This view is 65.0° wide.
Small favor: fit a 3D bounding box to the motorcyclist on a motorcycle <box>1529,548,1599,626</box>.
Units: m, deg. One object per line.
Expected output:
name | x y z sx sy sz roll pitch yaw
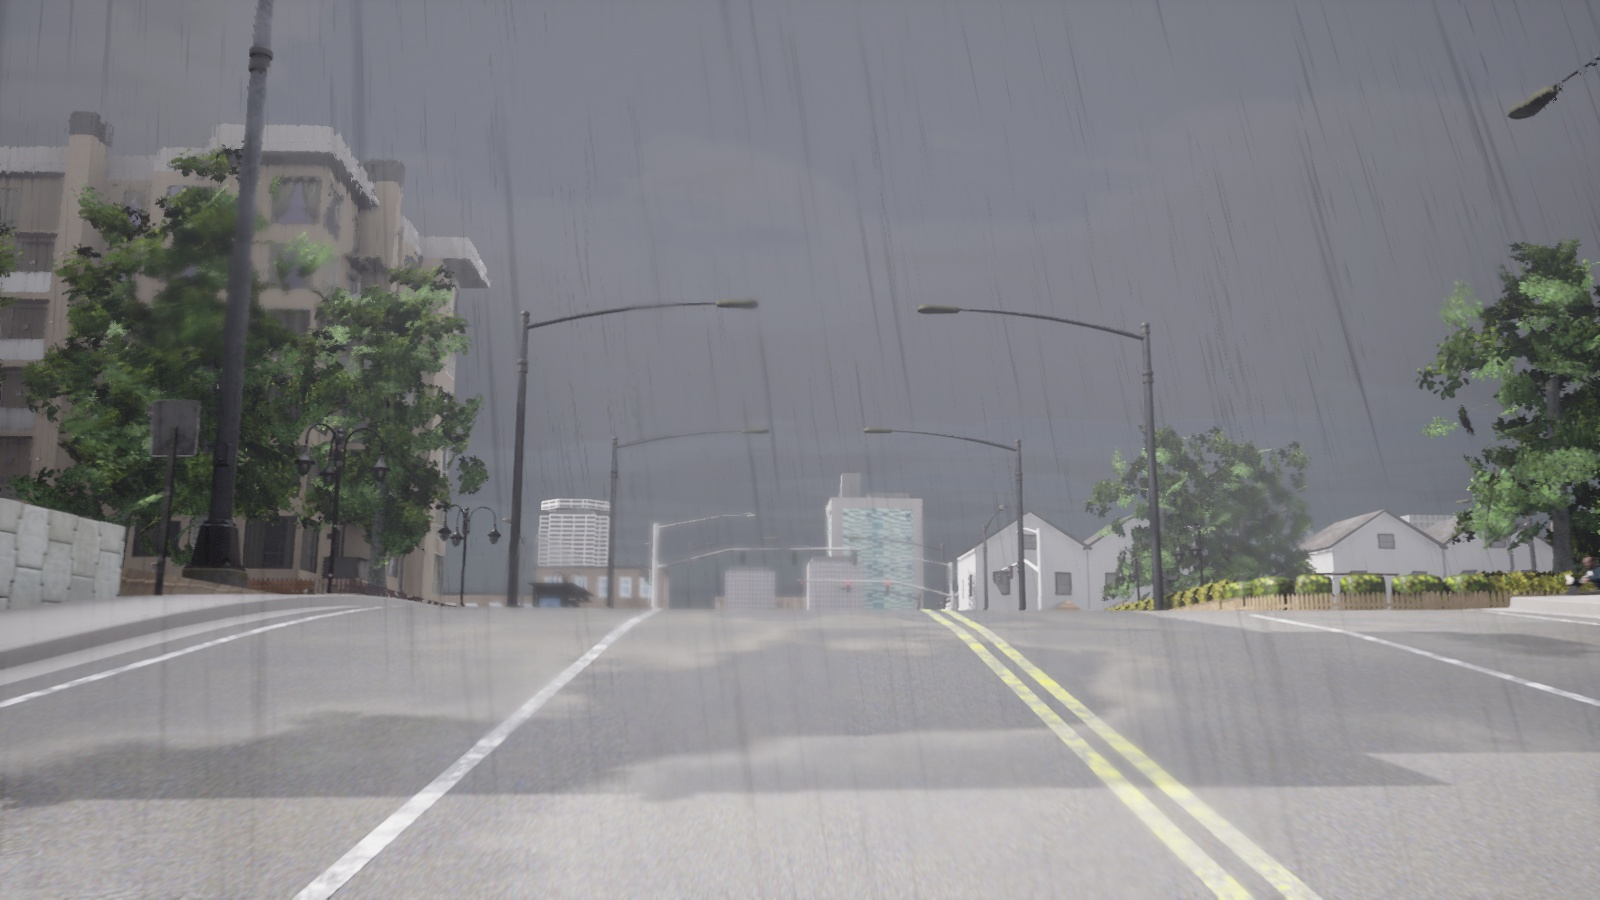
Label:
motorcyclist on a motorcycle | 16.799 2.923 26.786 1.817 1.590 0.866 0 -11 -1
